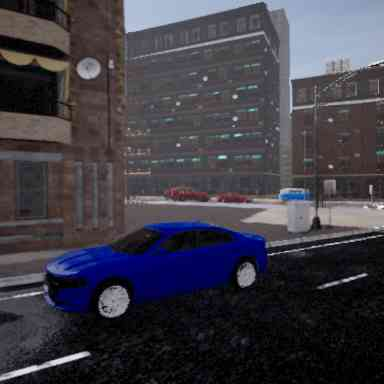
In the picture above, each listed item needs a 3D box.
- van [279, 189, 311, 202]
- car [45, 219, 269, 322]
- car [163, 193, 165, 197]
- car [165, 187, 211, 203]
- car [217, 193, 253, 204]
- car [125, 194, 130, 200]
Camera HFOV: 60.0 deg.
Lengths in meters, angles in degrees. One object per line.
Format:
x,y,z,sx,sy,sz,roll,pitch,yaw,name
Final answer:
13.600,0.461,43.623,3.998,1.788,1.690,1,0,24,van
-0.514,1.411,7.283,5.008,1.535,1.882,0,1,-35,car
-1.836,0.147,50.489,5.009,1.841,2.192,1,0,24,car
-0.191,0.385,40.587,5.009,1.841,2.192,1,0,24,car
4.950,0.748,38.299,4.206,1.307,1.802,1,0,24,car
-10.491,0.419,45.169,4.507,1.381,1.887,1,0,24,car
